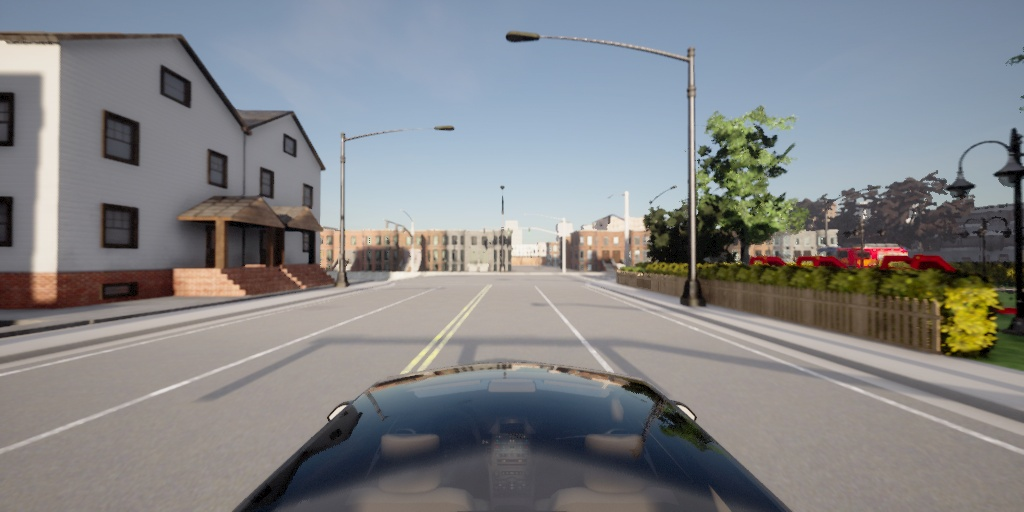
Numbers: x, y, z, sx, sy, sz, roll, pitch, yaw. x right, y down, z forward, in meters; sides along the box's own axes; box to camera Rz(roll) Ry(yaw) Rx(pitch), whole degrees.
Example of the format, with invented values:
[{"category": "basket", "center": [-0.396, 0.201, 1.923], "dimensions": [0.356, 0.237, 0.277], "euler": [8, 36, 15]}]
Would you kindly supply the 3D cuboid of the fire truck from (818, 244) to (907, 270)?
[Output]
[{"category": "fire truck", "center": [41.141, 0.555, 42.417], "dimensions": [8.468, 3.827, 2.891], "euler": [0, -1, 0]}]
